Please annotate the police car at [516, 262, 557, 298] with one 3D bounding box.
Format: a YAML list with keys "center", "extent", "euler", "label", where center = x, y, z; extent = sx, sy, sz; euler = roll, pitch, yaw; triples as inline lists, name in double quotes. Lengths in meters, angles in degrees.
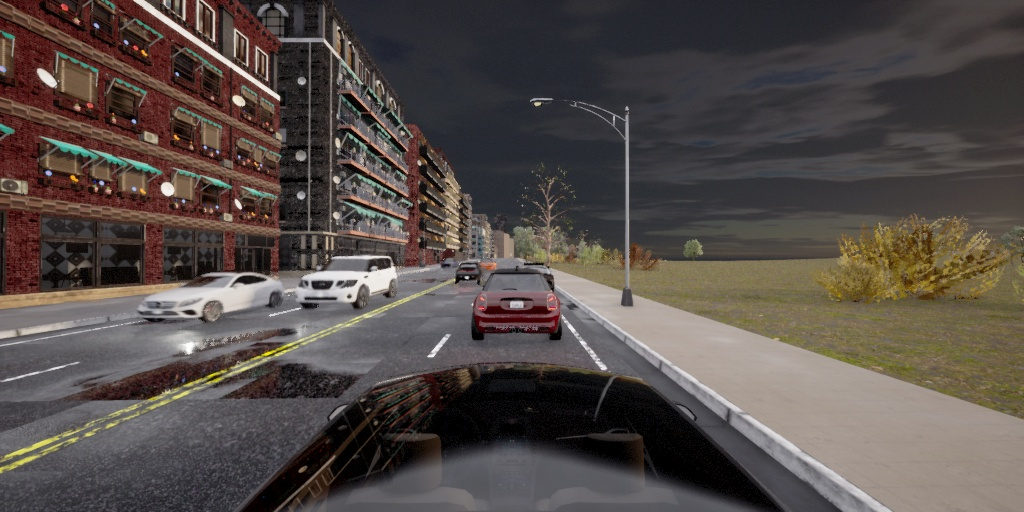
- center: [1.177, 1.177, 19.592]
  extent: [1.930, 1.638, 5.238]
  euler: [0, 0, 0]
  label: "police car"

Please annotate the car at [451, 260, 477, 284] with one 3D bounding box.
- center: [-3.092, 1.255, 27.080]
  extent: [1.837, 1.490, 4.892]
  euler: [0, -1, 0]
  label: "car"

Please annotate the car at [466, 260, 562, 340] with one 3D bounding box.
- center: [0.114, 1.103, 10.096]
  extent: [2.097, 1.767, 4.553]
  euler: [0, 0, 0]
  label: "car"

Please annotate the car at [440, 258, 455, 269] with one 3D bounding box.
- center: [-9.715, 1.103, 55.515]
  extent: [2.097, 1.767, 4.553]
  euler: [0, 0, 0]
  label: "car"

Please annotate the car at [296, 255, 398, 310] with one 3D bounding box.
- center: [-6.571, 0.973, 15.058]
  extent: [2.150, 2.045, 5.566]
  euler: [0, 0, 0]
  label: "car"

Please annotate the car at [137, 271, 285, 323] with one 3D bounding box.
- center: [-9.826, 1.277, 12.275]
  extent: [1.812, 1.442, 4.674]
  euler: [0, 0, 0]
  label: "car"
